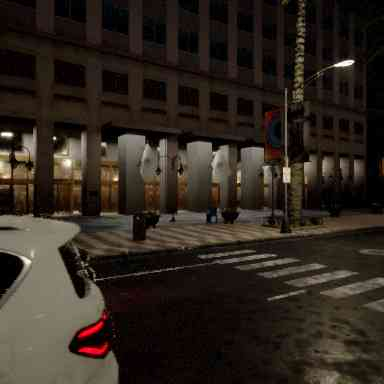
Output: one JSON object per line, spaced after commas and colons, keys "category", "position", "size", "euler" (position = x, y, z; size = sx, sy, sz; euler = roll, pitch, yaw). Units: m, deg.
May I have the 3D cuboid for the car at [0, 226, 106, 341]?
{"category": "car", "position": [-4.063, 1.505, 5.269], "size": [4.892, 1.490, 1.837], "euler": [0, 0, -37]}

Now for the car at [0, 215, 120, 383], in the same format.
{"category": "car", "position": [-3.149, 1.221, 1.640], "size": [5.566, 2.045, 2.150], "euler": [0, 0, -37]}
